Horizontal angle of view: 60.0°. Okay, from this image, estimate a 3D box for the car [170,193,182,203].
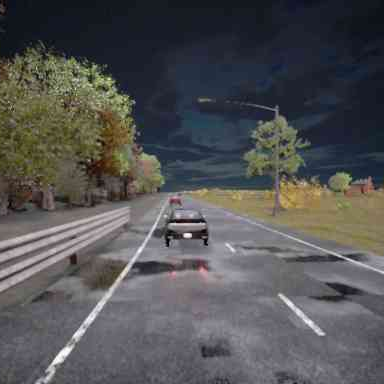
[{"bbox_3d":[-2.877,1.478,58.316,1.882,1.535,5.008,0,0,-3],"label":"car"}]

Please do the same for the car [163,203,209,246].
[{"bbox_3d":[-0.314,1.492,15.427,2.128,1.511,4.902,0,0,-3],"label":"car"}]
